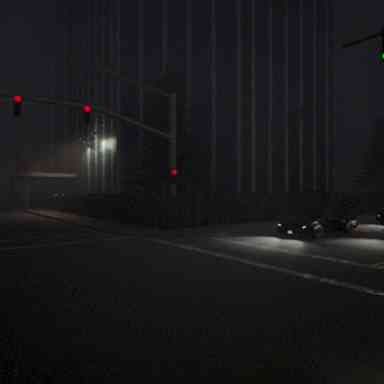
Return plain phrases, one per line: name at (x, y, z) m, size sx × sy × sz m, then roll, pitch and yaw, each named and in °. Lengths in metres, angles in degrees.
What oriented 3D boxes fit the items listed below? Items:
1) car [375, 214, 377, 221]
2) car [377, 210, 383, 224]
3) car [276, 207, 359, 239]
car at (14.967, 1.488, 23.264) m, size 5.357 × 1.411 × 2.033 m, roll 0°, pitch 0°, yaw -35°
car at (11.240, 1.483, 16.284) m, size 4.674 × 1.442 × 1.812 m, roll 0°, pitch 0°, yaw -36°
car at (6.743, 1.511, 17.445) m, size 5.357 × 1.411 × 2.033 m, roll 0°, pitch 0°, yaw -38°
